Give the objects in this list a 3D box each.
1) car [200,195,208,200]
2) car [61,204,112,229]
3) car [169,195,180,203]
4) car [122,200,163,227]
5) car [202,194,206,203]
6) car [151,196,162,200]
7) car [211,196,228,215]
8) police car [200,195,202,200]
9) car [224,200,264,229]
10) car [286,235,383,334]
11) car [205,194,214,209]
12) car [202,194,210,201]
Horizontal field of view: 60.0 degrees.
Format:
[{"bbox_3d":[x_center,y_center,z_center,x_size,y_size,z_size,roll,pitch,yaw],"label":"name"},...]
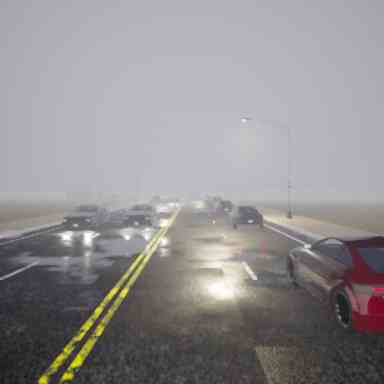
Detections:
[{"bbox_3d":[3.209,1.419,88.491,1.895,1.301,4.718,0,0,0],"label":"car"},{"bbox_3d":[-6.610,1.508,21.530,2.033,1.411,5.357,0,0,0],"label":"car"},{"bbox_3d":[-3.298,1.373,64.291,2.128,1.511,4.902,0,0,0],"label":"car"},{"bbox_3d":[-3.361,1.506,22.819,2.033,1.411,5.357,0,0,0],"label":"car"},{"bbox_3d":[3.224,1.400,55.491,2.163,1.488,4.792,0,0,0],"label":"car"},{"bbox_3d":[-6.559,1.406,62.098,1.812,1.442,4.674,0,0,1],"label":"car"},{"bbox_3d":[3.234,1.464,33.461,1.812,1.442,4.674,0,0,0],"label":"car"},{"bbox_3d":[3.219,1.379,66.461,2.038,1.542,4.974,0,0,0],"label":"police car"},{"bbox_3d":[3.330,1.488,21.067,1.812,1.442,4.674,0,0,1],"label":"car"},{"bbox_3d":[3.345,1.552,6.734,1.994,1.385,4.181,0,0,0],"label":"car"},{"bbox_3d":[3.229,1.349,44.461,2.033,1.649,4.856,0,0,0],"label":"car"},{"bbox_3d":[3.214,1.303,77.651,1.801,1.575,5.366,0,0,0],"label":"car"}]
